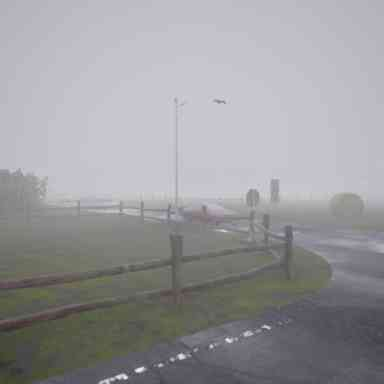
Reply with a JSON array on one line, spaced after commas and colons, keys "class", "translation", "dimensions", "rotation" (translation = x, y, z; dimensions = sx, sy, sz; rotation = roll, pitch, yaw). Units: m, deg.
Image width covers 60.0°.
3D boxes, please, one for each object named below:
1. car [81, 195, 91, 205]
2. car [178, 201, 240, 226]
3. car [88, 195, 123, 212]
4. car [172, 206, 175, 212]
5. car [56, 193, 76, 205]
[{"class": "car", "translation": [-14.689, 1.192, 48.707], "dimensions": [2.033, 1.411, 5.357], "rotation": [-1, 1, -35]}, {"class": "car", "translation": [1.134, 1.422, 21.925], "dimensions": [1.812, 1.442, 4.674], "rotation": [-1, 1, -36]}, {"class": "car", "translation": [-9.317, 1.374, 36.359], "dimensions": [1.895, 1.301, 4.718], "rotation": [-1, 1, -36]}, {"class": "car", "translation": [0.224, 1.424, 28.256], "dimensions": [1.895, 1.301, 4.718], "rotation": [-1, 1, -36]}, {"class": "car", "translation": [-18.942, 0.935, 49.786], "dimensions": [1.882, 1.535, 5.008], "rotation": [-1, 1, -36]}]
